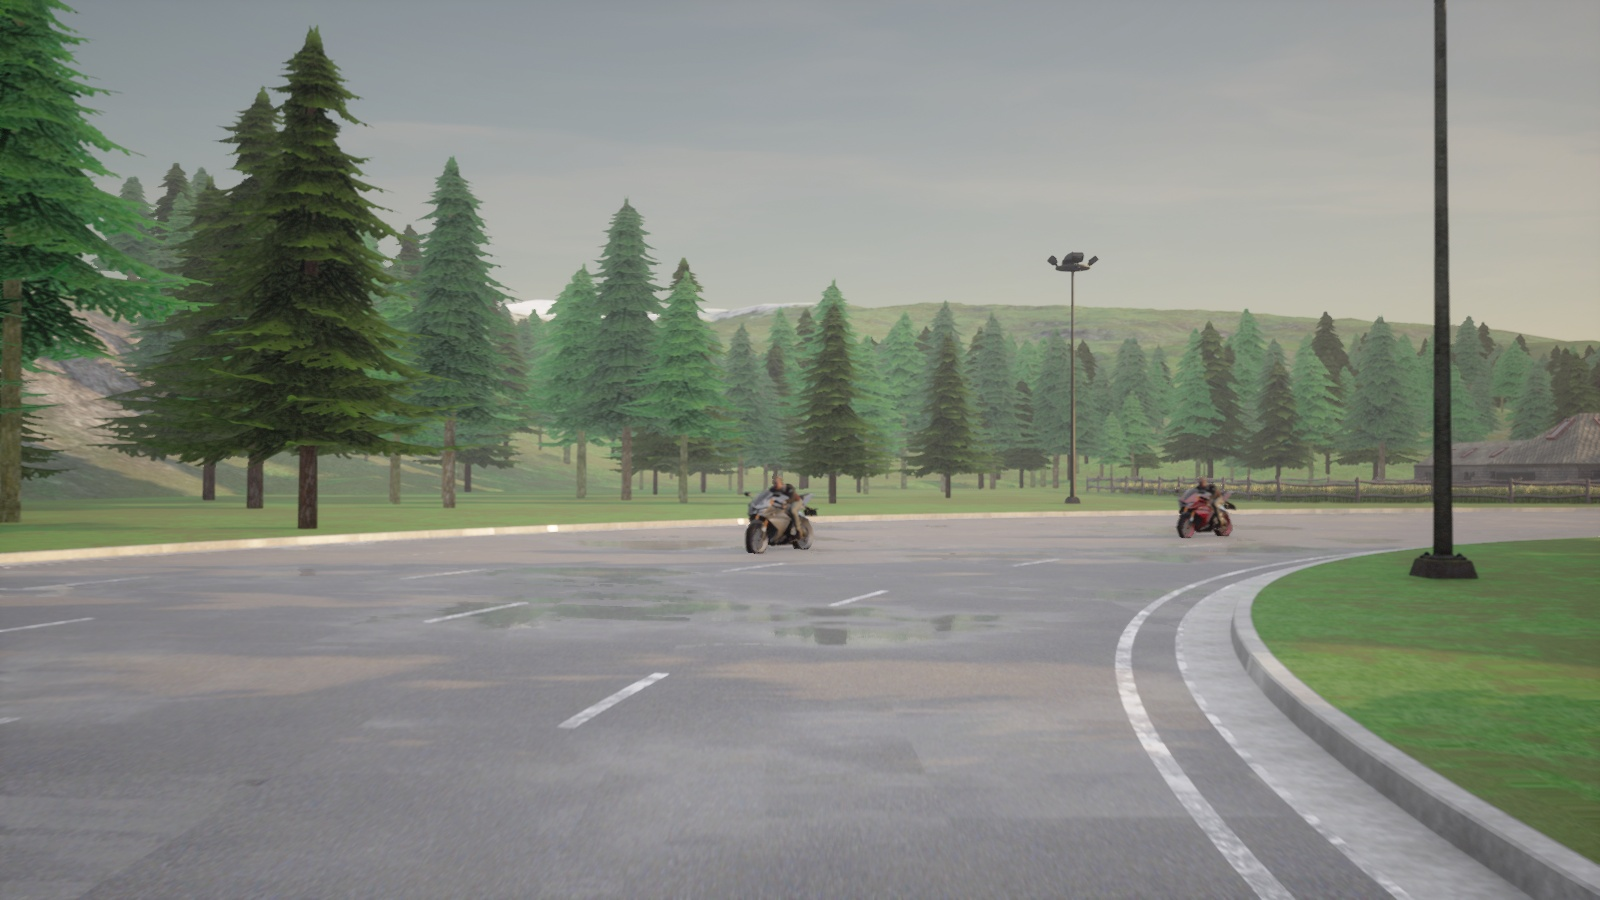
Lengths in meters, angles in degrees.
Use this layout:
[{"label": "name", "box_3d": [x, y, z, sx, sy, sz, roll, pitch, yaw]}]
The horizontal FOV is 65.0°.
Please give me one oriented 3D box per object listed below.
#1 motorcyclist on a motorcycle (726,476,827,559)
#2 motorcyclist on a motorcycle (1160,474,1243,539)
[{"label": "motorcyclist on a motorcycle", "box_3d": [-0.438, 1.295, 24.737, 0.866, 1.530, 2.191, 0, -1, 34]}, {"label": "motorcyclist on a motorcycle", "box_3d": [9.938, 1.367, 31.075, 2.191, 1.530, 0.866, 1, -1, -38]}]
